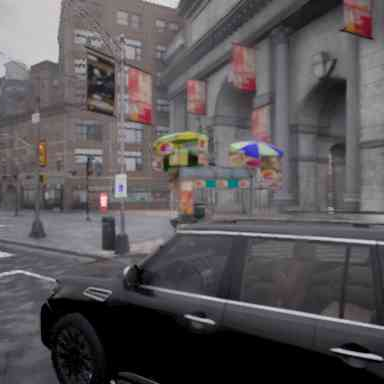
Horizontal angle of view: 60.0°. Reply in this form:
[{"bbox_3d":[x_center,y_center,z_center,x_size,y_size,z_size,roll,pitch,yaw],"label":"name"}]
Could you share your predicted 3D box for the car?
[{"bbox_3d":[0.751,1.224,3.440,5.566,2.045,2.150,0,0,36],"label":"car"}]
